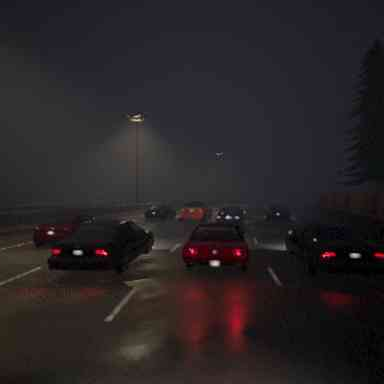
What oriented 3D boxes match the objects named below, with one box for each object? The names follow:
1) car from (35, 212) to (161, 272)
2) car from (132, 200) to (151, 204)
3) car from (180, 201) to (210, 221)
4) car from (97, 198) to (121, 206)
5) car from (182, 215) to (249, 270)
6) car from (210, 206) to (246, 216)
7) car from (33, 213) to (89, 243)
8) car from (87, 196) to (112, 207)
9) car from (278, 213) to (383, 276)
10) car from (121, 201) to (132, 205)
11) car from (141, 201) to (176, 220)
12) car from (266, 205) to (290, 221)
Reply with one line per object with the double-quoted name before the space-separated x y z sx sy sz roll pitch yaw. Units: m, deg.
"car" -2.679 1.639 11.109 2.033 1.411 5.357 0 0 6
"car" -7.240 2.043 53.310 1.895 1.301 4.718 0 -1 21
"car" 0.439 1.604 29.623 2.097 1.767 4.553 0 0 13
"car" -13.496 2.063 56.566 1.895 1.301 4.718 0 -1 21
"car" 0.884 1.699 11.383 1.895 1.301 4.718 0 -1 6
"car" 2.892 1.760 24.610 2.033 1.411 5.357 0 0 12
"car" -5.605 1.692 15.842 1.994 1.385 4.181 0 0 8
"car" -16.219 1.702 59.216 2.150 2.045 5.566 0 0 21
"car" 4.317 1.644 10.717 2.033 1.411 5.357 0 0 6
"car" -9.637 2.033 56.768 1.994 1.385 4.181 0 -1 22
"car" -2.856 1.822 30.907 1.994 1.385 4.181 0 0 13
"car" 7.621 1.823 29.580 1.994 1.385 4.181 0 0 13
